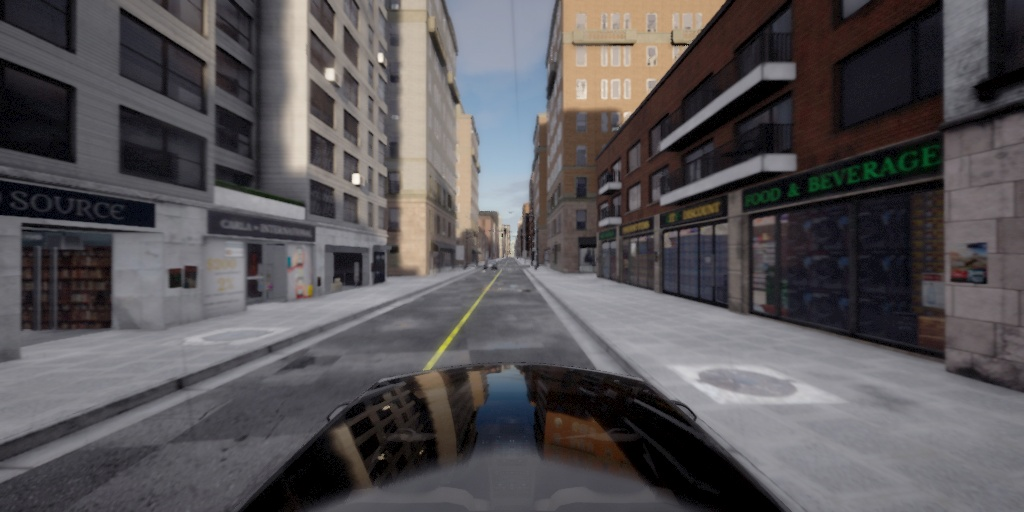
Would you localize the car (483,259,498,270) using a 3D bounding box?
[{"bbox_3d":[-2.996,1.202,50.543,2.128,1.511,4.902,0,0,0],"label":"car"}]
